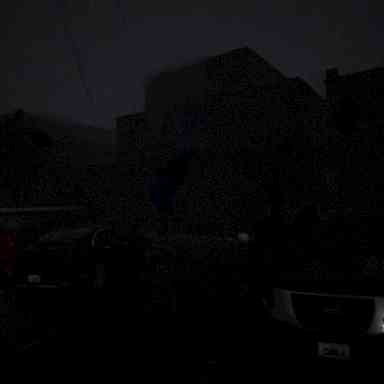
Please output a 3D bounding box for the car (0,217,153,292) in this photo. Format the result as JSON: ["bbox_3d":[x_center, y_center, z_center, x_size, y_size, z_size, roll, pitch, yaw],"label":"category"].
[{"bbox_3d":[-2.664,1.615,9.325,2.231,1.521,4.892,-2,-2,15],"label":"car"}]

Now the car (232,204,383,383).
[{"bbox_3d":[2.117,1.251,5.914,2.435,2.045,5.566,0,-1,15],"label":"car"}]

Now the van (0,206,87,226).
[{"bbox_3d":[-5.018,1.478,11.139,1.878,1.987,4.442,-2,-2,15],"label":"van"}]
